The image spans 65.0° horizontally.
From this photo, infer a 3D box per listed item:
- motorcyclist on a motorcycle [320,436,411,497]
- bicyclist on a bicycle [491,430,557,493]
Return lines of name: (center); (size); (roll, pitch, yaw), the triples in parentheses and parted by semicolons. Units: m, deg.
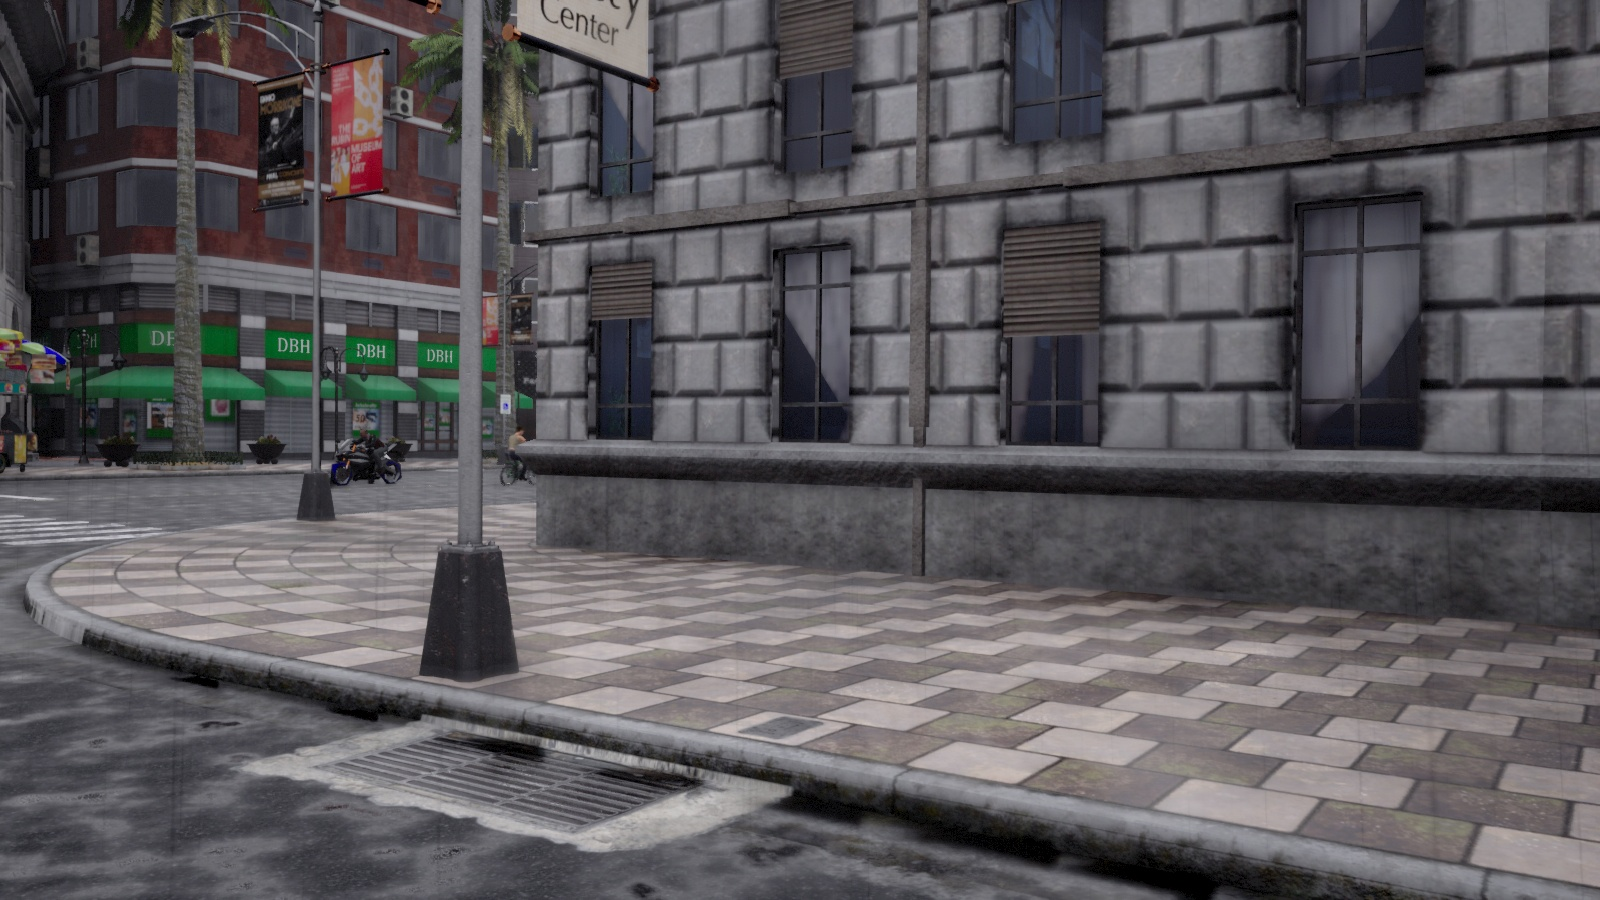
motorcyclist on a motorcycle: (-11.503, 0.416, 33.326); (0.866, 1.530, 2.191); (0, 1, 33)
bicyclist on a bicycle: (-7.294, 0.281, 33.221); (0.866, 1.612, 1.509); (0, 1, 34)
